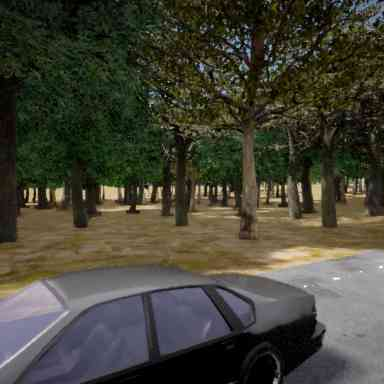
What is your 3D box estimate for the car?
[{"bbox_3d":[-0.871,1.548,3.350,5.357,1.411,2.033,0,0,-35],"label":"car"}]
